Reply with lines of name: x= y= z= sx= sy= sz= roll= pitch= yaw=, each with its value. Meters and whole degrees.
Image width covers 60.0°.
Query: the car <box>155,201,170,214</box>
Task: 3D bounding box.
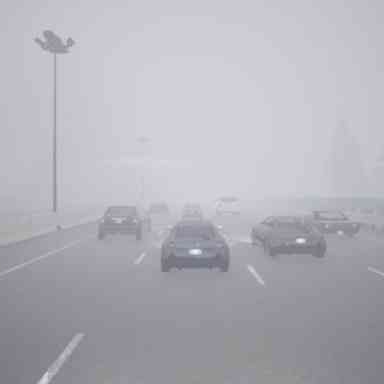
car: x=-3.456 y=1.674 z=36.411 sx=1.882 sy=1.535 sz=5.008 roll=0 pitch=0 yaw=0

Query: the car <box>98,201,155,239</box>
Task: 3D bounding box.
car: x=-3.425 y=1.415 z=17.687 sx=2.097 sy=1.767 sz=4.553 roll=0 pitch=0 yaw=0

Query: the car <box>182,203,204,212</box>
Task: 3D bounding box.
car: x=0.055 y=1.689 z=29.352 sx=2.033 sy=1.411 sz=5.357 roll=0 pitch=0 yaw=0

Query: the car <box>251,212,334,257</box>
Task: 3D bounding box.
car: x=3.583 y=1.590 z=12.982 sx=1.994 sy=1.385 sz=4.181 roll=0 pitch=0 yaw=0

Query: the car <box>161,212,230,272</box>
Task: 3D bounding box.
car: x=0.086 y=1.583 z=10.917 sx=1.994 sy=1.385 sz=4.181 roll=0 pitch=0 yaw=0

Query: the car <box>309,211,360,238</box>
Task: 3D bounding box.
car: x=7.075 y=1.656 z=18.077 sx=1.895 sy=1.301 sz=4.718 roll=0 pitch=0 yaw=0

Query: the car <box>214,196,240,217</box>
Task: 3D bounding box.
car: x=3.547 y=1.394 z=34.160 sx=2.150 sy=2.045 sz=5.566 roll=0 pitch=0 yaw=0
